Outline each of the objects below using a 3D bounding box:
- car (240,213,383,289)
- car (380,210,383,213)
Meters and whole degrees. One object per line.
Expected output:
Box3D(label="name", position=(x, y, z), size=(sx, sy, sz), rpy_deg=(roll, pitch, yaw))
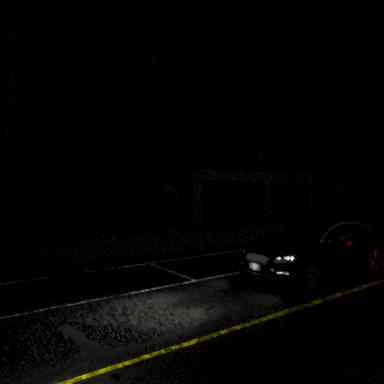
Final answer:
Box3D(label="car", position=(3.473, 1.491, 9.255), size=(4.902, 1.511, 2.128), rpy_deg=(0, 0, -35))
Box3D(label="car", position=(10.616, 1.582, 17.470), size=(4.206, 1.307, 1.802), rpy_deg=(0, 0, -35))
